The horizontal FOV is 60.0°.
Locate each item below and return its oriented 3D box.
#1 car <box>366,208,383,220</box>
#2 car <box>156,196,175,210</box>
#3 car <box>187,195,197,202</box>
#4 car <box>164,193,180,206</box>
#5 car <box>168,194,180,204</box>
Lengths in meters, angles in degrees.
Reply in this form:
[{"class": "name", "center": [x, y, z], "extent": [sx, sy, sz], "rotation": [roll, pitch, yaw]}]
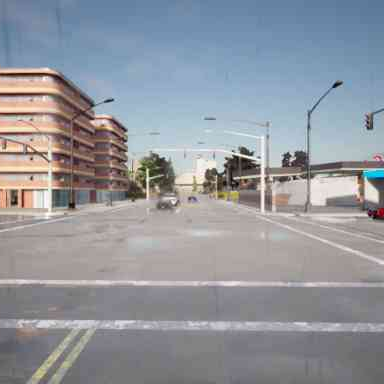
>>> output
[{"class": "car", "center": [16.549, 1.601, 26.377], "extent": [4.718, 1.301, 1.895], "rotation": [0, 0, 1]}, {"class": "car", "center": [-3.575, 1.600, 43.233], "extent": [1.895, 1.301, 4.718], "rotation": [0, 0, 0]}, {"class": "car", "center": [0.039, 1.338, 70.762], "extent": [1.812, 1.442, 4.674], "rotation": [0, 0, 0]}, {"class": "car", "center": [-3.563, 1.221, 53.256], "extent": [2.150, 2.045, 5.566], "rotation": [0, 0, 0]}, {"class": "car", "center": [-3.506, 1.351, 65.364], "extent": [2.097, 1.767, 4.553], "rotation": [0, 0, 1]}]
